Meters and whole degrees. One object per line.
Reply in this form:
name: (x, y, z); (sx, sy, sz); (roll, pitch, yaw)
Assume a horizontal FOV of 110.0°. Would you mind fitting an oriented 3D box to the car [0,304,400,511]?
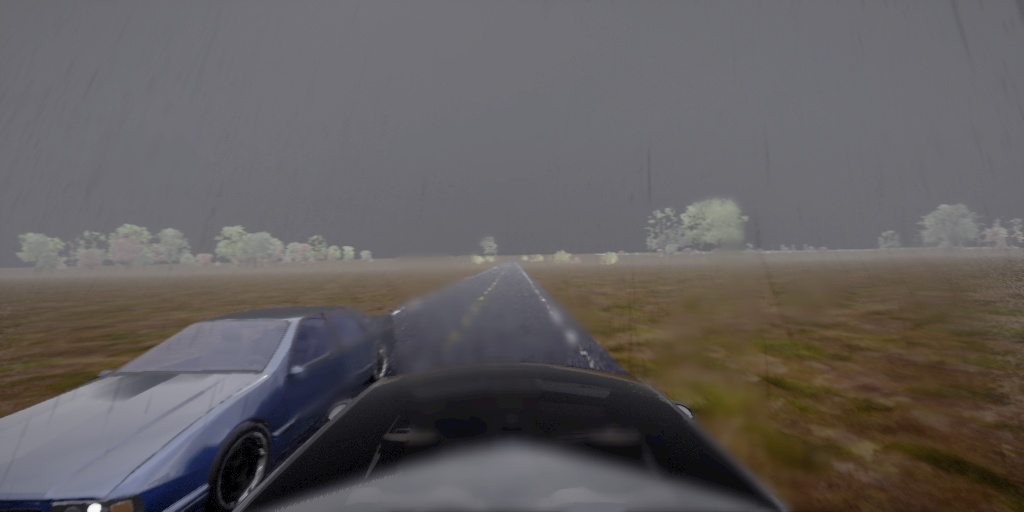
car: (-3.035, 1.380, 4.541); (2.033, 1.411, 5.357); (-1, 0, 0)
